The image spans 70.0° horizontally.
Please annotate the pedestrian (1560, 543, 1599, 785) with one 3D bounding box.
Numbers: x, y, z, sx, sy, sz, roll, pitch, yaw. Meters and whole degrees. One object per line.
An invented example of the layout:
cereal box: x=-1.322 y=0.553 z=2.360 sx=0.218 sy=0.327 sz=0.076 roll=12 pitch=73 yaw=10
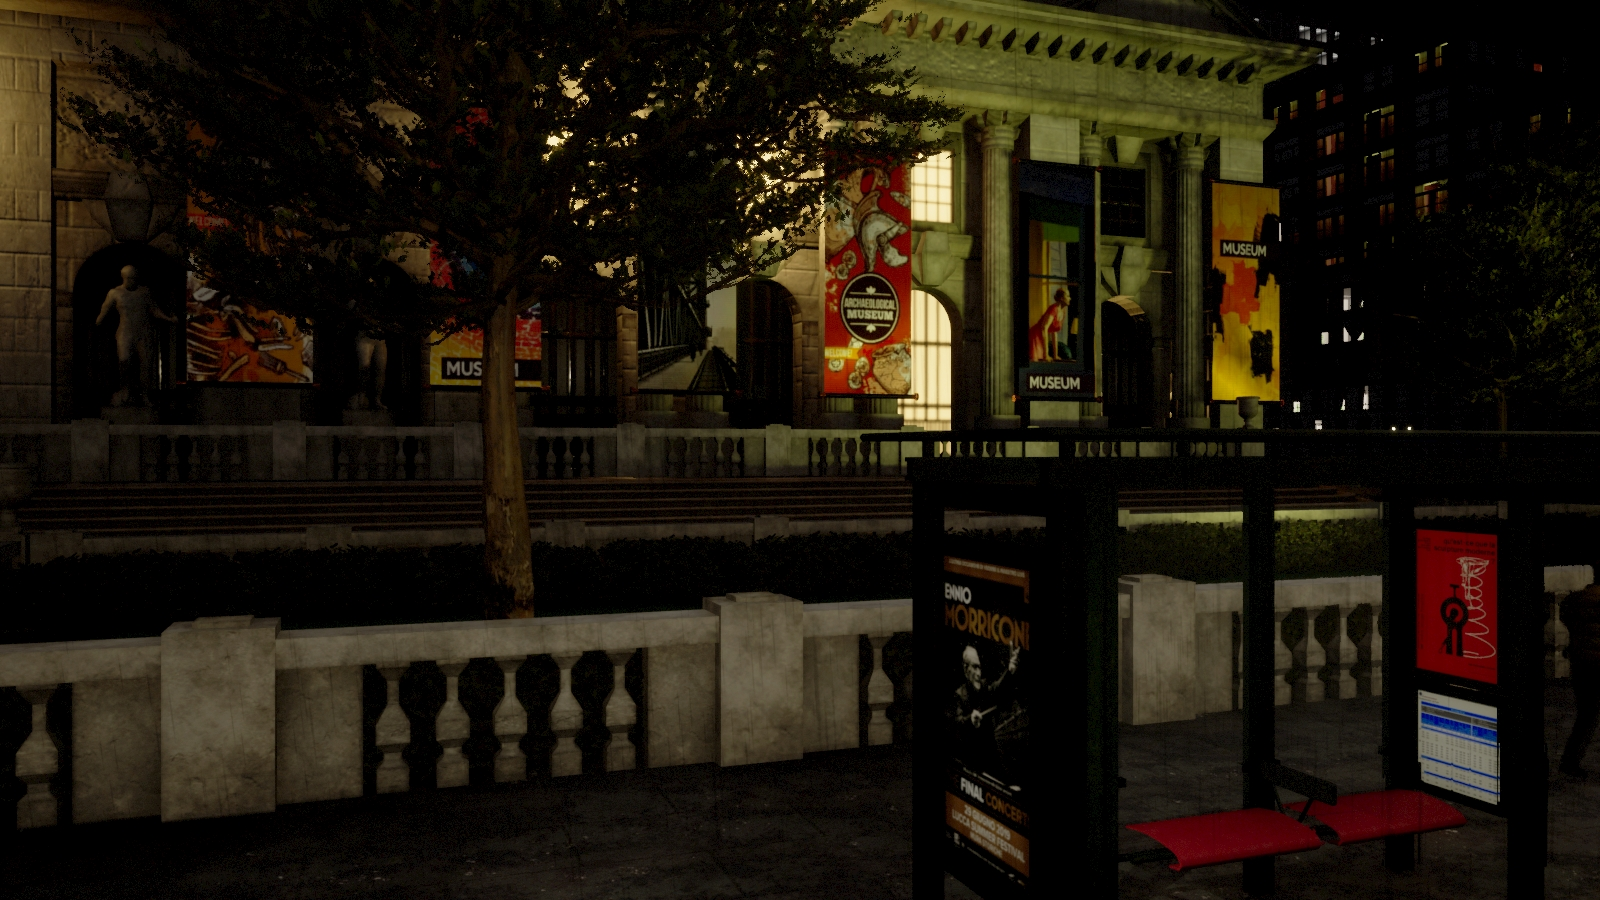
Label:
pedestrian: x=6.402 y=1.697 z=9.153 sx=0.375 sy=1.860 sz=0.375 roll=0 pitch=0 yaw=-16
